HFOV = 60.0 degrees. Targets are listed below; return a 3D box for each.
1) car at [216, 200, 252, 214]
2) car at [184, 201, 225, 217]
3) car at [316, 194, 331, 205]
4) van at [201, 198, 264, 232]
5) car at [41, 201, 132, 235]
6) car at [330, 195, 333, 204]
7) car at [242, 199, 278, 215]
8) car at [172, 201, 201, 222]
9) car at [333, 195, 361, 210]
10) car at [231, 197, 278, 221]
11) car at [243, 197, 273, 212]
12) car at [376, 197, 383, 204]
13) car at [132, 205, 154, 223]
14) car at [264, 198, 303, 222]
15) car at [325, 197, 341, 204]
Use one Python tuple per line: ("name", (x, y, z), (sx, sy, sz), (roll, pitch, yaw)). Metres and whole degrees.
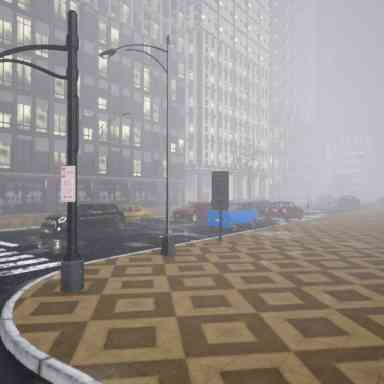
("car", (4.668, 1.571, 36.132), (1.887, 1.381, 4.507), (0, 0, 38))
("car", (1.277, 1.604, 31.721), (1.802, 1.307, 4.206), (0, 0, 38))
("car", (25.015, 1.381, 62.598), (2.192, 1.841, 5.009), (0, 0, 38))
("van", (2.565, 1.368, 20.286), (1.690, 1.788, 3.998), (0, 0, 38))
("car", (-5.877, 1.367, 18.369), (2.097, 1.767, 4.553), (0, 0, 38))
("car", (23.946, 1.552, 52.319), (2.128, 1.511, 4.902), (0, 0, 37))
("car", (7.337, 1.556, 35.539), (1.812, 1.442, 4.674), (0, 0, 38))
("car", (0.454, 1.500, 26.600), (1.882, 1.535, 5.008), (0, 0, 37))
("car", (21.088, 1.368, 44.561), (2.192, 1.841, 5.009), (0, 0, 38))
("car", (5.359, 1.381, 28.175), (2.097, 1.767, 4.553), (0, 0, 38))
("car", (8.059, 1.471, 40.543), (1.967, 1.590, 4.097), (0, 0, 38))
("car", (38.043, 1.658, 66.615), (1.947, 1.339, 4.313), (0, 0, 38))
("car", (-4.827, 1.540, 23.995), (1.752, 1.417, 4.829), (0, 0, 38))
("car", (7.524, 1.472, 26.918), (1.967, 1.590, 4.097), (0, 0, 38))
("car", (28.406, 1.624, 67.008), (2.008, 1.369, 4.403), (0, 0, 38))
